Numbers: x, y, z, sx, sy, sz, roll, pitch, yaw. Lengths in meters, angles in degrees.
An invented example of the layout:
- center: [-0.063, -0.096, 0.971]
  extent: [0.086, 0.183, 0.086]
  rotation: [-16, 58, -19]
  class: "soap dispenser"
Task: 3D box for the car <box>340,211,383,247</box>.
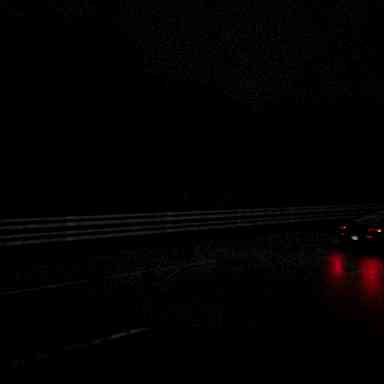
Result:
- center: [7.998, 1.512, 13.802]
  extent: [4.674, 1.442, 1.812]
  rotation: [-1, 1, -35]
  class: "car"
